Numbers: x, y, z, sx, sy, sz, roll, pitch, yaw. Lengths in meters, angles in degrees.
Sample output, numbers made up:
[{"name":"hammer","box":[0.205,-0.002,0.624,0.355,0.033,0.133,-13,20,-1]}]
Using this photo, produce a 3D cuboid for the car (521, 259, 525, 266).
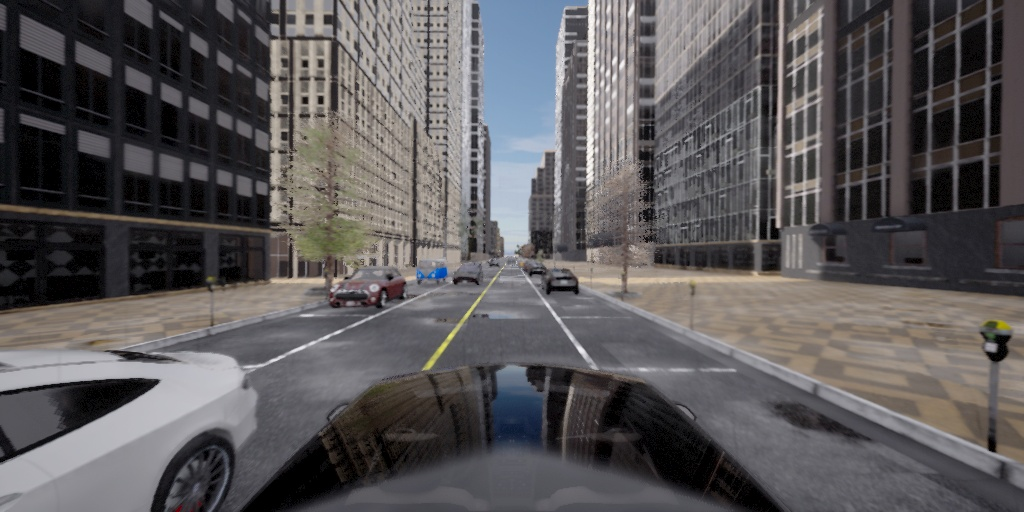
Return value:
[{"name":"car","box":[2.585,1.296,48.559,1.967,1.591,4.097,0,0,0]}]

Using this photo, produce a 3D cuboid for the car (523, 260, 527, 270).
[{"name":"car","box":[2.597,1.429,42.916,1.802,1.307,4.207,0,0,0]}]

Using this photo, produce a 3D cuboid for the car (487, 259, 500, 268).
[{"name":"car","box":[-3.154,1.341,64.619,1.837,1.490,4.892,1,0,0]}]

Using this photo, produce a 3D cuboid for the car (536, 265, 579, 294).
[{"name":"car","box":[2.648,1.372,20.346,1.948,1.339,4.313,0,0,0]}]

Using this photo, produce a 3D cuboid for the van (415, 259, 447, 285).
[{"name":"van","box":[-5.746,1.094,25.976,1.690,1.789,3.998,0,0,0]}]

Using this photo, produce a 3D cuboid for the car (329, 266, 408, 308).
[{"name":"car","box":[-5.720,1.172,14.693,1.967,1.591,4.097,0,0,0]}]

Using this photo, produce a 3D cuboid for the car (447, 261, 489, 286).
[{"name":"car","box":[-3.077,1.322,26.259,2.033,1.411,5.357,0,0,0]}]

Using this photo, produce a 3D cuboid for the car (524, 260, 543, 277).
[{"name":"car","box":[2.611,1.403,37.274,1.948,1.339,4.313,0,0,0]}]

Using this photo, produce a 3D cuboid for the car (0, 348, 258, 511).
[{"name":"car","box":[-3.094,1.252,1.246,1.812,1.442,4.674,0,0,0]}]
